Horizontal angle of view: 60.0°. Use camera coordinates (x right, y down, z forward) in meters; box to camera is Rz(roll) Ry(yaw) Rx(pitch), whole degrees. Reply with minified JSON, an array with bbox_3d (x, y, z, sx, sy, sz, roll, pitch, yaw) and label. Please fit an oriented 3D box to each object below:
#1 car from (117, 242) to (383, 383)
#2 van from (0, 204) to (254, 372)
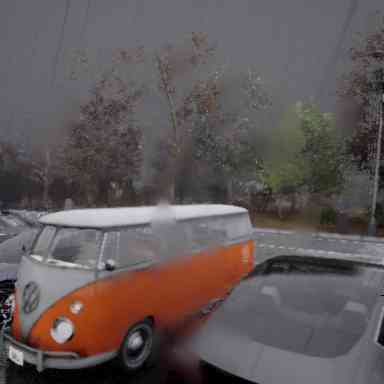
[{"bbox_3d":[1.696,1.502,3.971,2.163,1.488,4.792,1,0,35],"label":"car"},{"bbox_3d":[-0.647,1.222,5.463,1.878,1.987,4.442,1,0,35],"label":"van"}]
